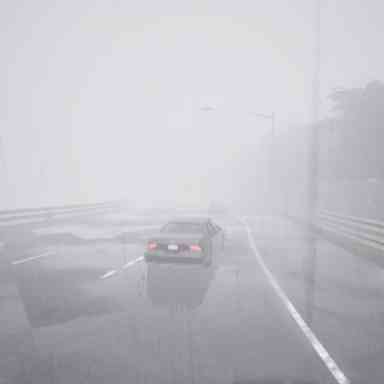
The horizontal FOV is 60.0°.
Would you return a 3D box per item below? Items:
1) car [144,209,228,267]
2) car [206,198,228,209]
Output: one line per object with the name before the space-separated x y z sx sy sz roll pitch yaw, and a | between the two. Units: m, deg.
car | 0.004 1.548 11.449 2.033 1.411 5.357 0 0 12
car | 2.527 1.581 34.088 1.994 1.385 4.181 0 0 0
